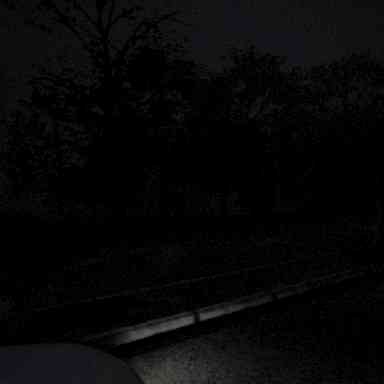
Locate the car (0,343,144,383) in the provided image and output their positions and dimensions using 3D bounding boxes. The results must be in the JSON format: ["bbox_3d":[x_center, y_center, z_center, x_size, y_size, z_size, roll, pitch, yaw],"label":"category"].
[{"bbox_3d":[-2.361,1.526,1.448,4.674,1.442,1.812,0,0,-35],"label":"car"}]
